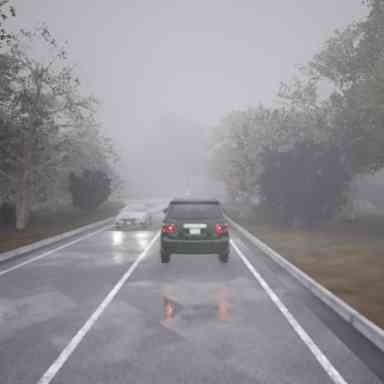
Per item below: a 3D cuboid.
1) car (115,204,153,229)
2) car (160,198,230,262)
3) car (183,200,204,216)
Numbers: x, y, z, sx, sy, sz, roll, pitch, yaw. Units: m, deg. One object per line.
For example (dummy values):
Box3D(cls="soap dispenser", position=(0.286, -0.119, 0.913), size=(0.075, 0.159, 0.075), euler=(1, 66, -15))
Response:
Box3D(cls="car", position=(-3.603, 1.493, 21.249), size=(1.812, 1.442, 4.674), euler=(0, 0, 0))
Box3D(cls="car", position=(0.092, 1.208, 12.195), size=(2.150, 2.045, 5.566), euler=(0, 0, 0))
Box3D(cls="car", position=(0.095, 1.544, 32.467), size=(1.895, 1.301, 4.718), euler=(0, 0, 0))
